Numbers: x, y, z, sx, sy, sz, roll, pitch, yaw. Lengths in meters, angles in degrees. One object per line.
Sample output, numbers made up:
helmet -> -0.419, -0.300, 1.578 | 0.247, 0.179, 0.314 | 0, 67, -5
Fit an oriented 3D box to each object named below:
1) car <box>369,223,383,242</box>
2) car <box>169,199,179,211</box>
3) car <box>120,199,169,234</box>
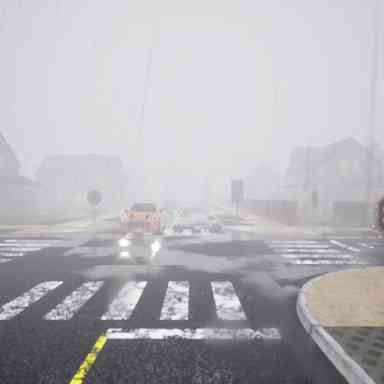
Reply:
car -> 10.419, 1.667, 14.447 | 4.718, 1.301, 1.895 | 0, 0, 2
car -> -2.668, 1.638, 42.465 | 2.033, 1.411, 5.357 | 0, 0, 0
car -> -2.714, 1.362, 19.128 | 2.097, 1.767, 4.553 | 0, 0, 0
